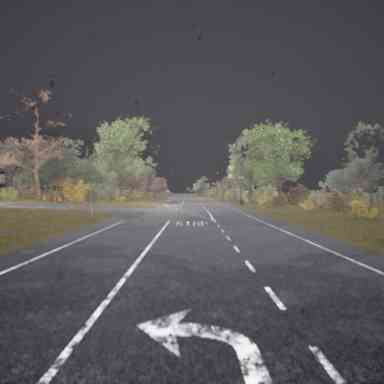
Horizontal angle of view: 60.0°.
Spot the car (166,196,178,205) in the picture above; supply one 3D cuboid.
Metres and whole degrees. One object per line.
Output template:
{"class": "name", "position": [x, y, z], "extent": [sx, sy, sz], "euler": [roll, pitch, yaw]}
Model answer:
{"class": "car", "position": [-3.557, 1.466, 59.315], "extent": [1.837, 1.490, 4.892], "euler": [0, 0, 0]}
